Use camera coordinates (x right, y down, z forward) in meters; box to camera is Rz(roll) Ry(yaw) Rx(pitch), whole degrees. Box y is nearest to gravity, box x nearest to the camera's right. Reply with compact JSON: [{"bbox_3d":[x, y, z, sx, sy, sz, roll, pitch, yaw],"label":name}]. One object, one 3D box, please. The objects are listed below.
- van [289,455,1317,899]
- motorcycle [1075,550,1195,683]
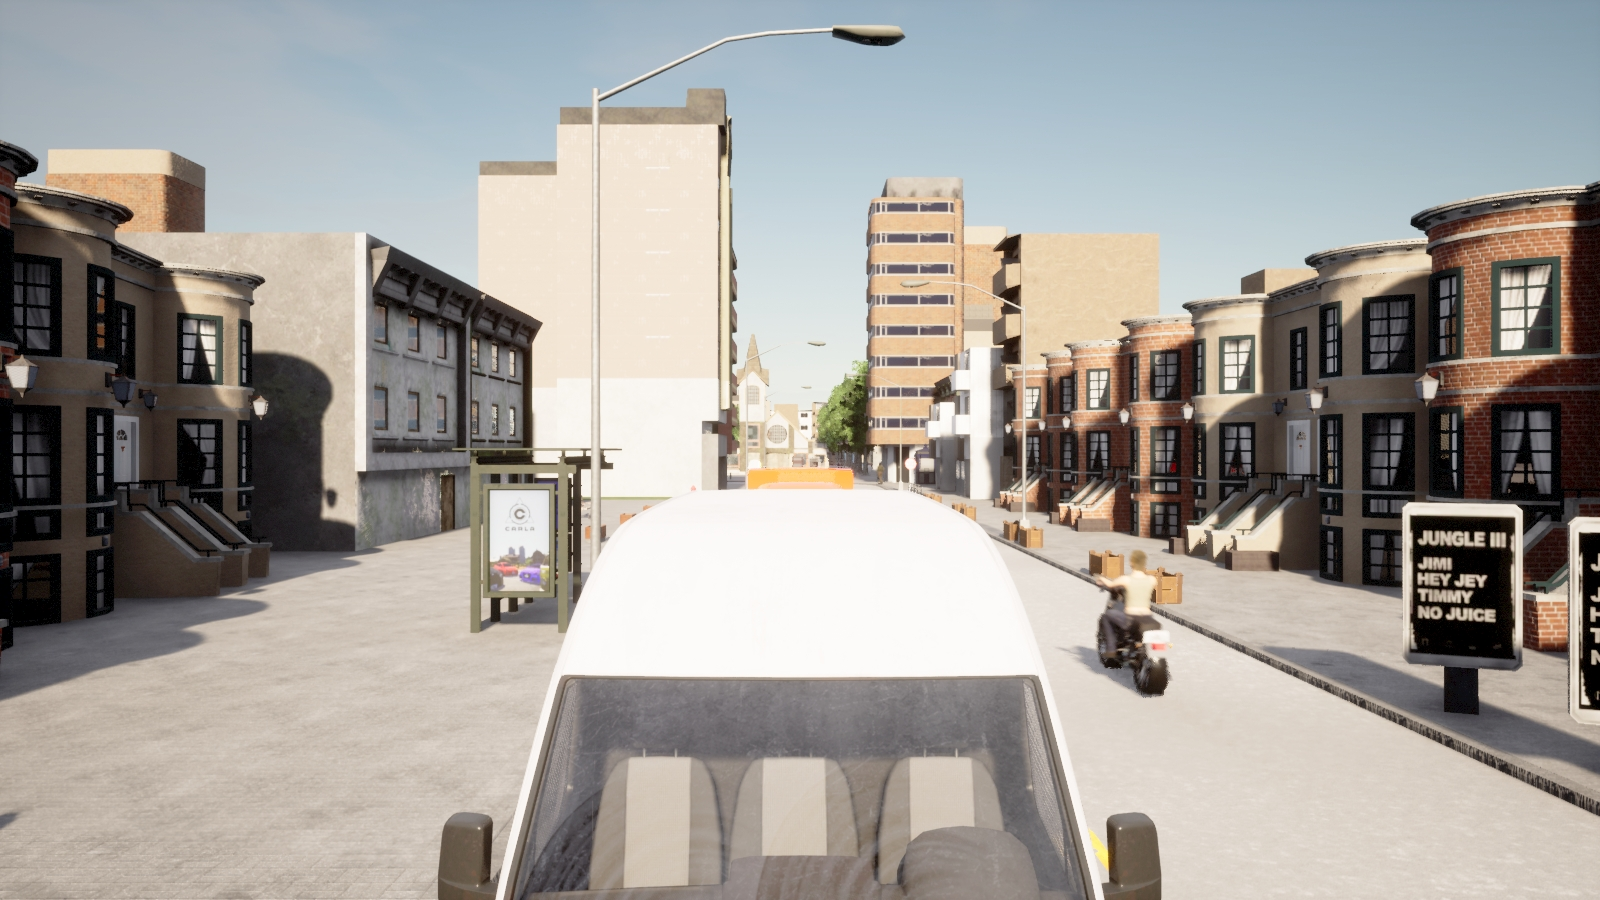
[{"bbox_3d":[0.007,1.317,5.167,1.988,2.561,5.915,0,0,0],"label":"van"},{"bbox_3d":[4.005,1.956,13.875,0.764,1.277,2.356,0,0,0],"label":"motorcycle"}]
